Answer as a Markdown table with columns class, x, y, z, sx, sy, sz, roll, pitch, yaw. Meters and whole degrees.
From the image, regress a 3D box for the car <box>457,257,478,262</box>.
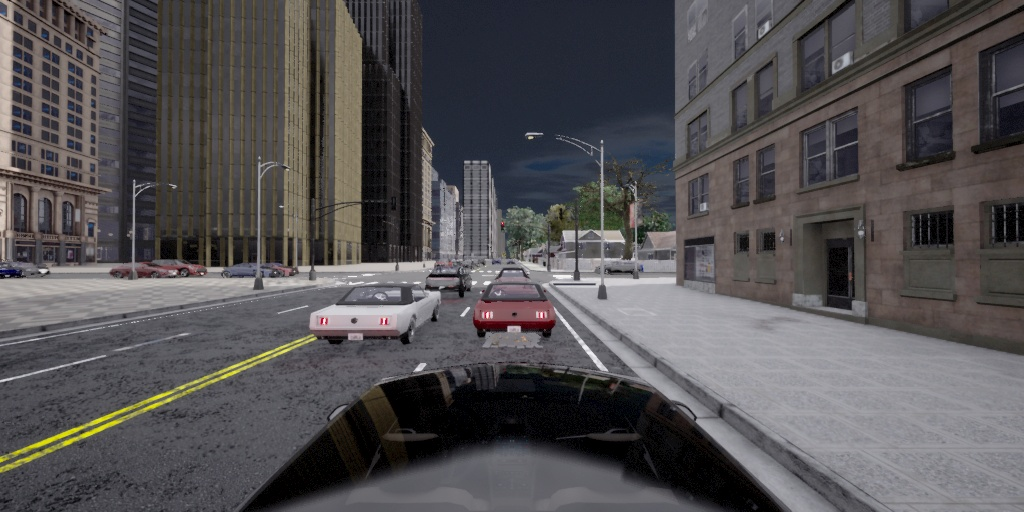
| class | x | y | z | sx | sy | sz | roll | pitch | yaw |
| --- | --- | --- | --- | --- | --- | --- | --- | --- | --- |
| car | -6.770 | 1.257 | 54.488 | 1.837 | 1.490 | 4.892 | 0 | 0 | 0 |

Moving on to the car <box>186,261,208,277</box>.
| class | x | y | z | sx | sy | sz | roll | pitch | yaw |
| --- | --- | --- | --- | --- | --- | --- | --- | --- | --- |
| car | -31.515 | 1.092 | 33.724 | 4.553 | 1.767 | 2.097 | 0 | -1 | -5 |

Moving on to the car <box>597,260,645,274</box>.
| class | x | y | z | sx | sy | sz | roll | pitch | yaw |
| --- | --- | --- | --- | --- | --- | --- | --- | --- | --- |
| car | 12.508 | 1.282 | 41.283 | 5.008 | 1.535 | 1.882 | 0 | -1 | 0 |

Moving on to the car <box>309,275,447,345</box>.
| class | x | y | z | sx | sy | sz | roll | pitch | yaw |
| --- | --- | --- | --- | --- | --- | --- | --- | --- | --- |
| car | -3.181 | 1.352 | 9.502 | 1.895 | 1.301 | 4.718 | 0 | 0 | 0 |

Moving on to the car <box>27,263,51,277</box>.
| class | x | y | z | sx | sy | sz | roll | pitch | yaw |
| --- | --- | --- | --- | --- | --- | --- | --- | --- | --- |
| car | -45.148 | 1.227 | 32.449 | 4.902 | 1.511 | 2.128 | 0 | -1 | -6 |

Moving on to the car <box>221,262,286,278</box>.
| class | x | y | z | sx | sy | sz | roll | pitch | yaw |
| --- | --- | --- | --- | --- | --- | --- | --- | --- | --- |
| car | -22.543 | 1.271 | 31.024 | 4.181 | 1.385 | 1.994 | 0 | -1 | -3 |

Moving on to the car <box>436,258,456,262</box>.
| class | x | y | z | sx | sy | sz | roll | pitch | yaw |
| --- | --- | --- | --- | --- | --- | --- | --- | --- | --- |
| car | -10.018 | 1.105 | 52.660 | 2.097 | 1.767 | 4.553 | 0 | 0 | 0 |

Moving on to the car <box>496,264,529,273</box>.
| class | x | y | z | sx | sy | sz | roll | pitch | yaw |
| --- | --- | --- | --- | --- | --- | --- | --- | --- | --- |
| car | 0.038 | 1.316 | 18.981 | 1.994 | 1.385 | 4.181 | 0 | 0 | 0 |

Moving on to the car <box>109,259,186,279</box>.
| class | x | y | z | sx | sy | sz | roll | pitch | yaw |
| --- | --- | --- | --- | --- | --- | --- | --- | --- | --- |
| car | -31.215 | 1.233 | 30.490 | 4.674 | 1.442 | 1.812 | 0 | -1 | -4 |

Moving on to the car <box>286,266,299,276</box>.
| class | x | y | z | sx | sy | sz | roll | pitch | yaw |
| --- | --- | --- | --- | --- | --- | --- | --- | --- | --- |
| car | -22.831 | 1.304 | 34.265 | 4.181 | 1.385 | 1.994 | 0 | -1 | -3 |

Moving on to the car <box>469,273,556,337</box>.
| class | x | y | z | sx | sy | sz | roll | pitch | yaw |
| --- | --- | --- | --- | --- | --- | --- | --- | --- | --- |
| car | 0.052 | 1.350 | 10.224 | 1.895 | 1.301 | 4.718 | 0 | 0 | 0 |

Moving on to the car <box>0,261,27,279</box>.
| class | x | y | z | sx | sy | sz | roll | pitch | yaw |
| --- | --- | --- | --- | --- | --- | --- | --- | --- | --- |
| car | -43.794 | 1.304 | 29.334 | 4.718 | 1.301 | 1.895 | 0 | -1 | -7 |

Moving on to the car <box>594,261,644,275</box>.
| class | x | y | z | sx | sy | sz | roll | pitch | yaw |
| --- | --- | --- | --- | --- | --- | --- | --- | --- | --- |
| car | 11.202 | 1.264 | 38.034 | 4.902 | 1.511 | 2.128 | 0 | -1 | 0 |

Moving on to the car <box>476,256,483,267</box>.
| class | x | y | z | sx | sy | sz | roll | pitch | yaw |
| --- | --- | --- | --- | --- | --- | --- | --- | --- | --- |
| car | -6.777 | 1.257 | 64.627 | 1.837 | 1.490 | 4.892 | 0 | 0 | 0 |

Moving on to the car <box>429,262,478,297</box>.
| class | x | y | z | sx | sy | sz | roll | pitch | yaw |
| --- | --- | --- | --- | --- | --- | --- | --- | --- | --- |
| car | -3.209 | 1.243 | 18.756 | 2.128 | 1.511 | 4.902 | 0 | 0 | 0 |
